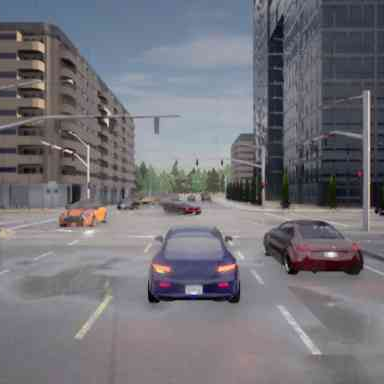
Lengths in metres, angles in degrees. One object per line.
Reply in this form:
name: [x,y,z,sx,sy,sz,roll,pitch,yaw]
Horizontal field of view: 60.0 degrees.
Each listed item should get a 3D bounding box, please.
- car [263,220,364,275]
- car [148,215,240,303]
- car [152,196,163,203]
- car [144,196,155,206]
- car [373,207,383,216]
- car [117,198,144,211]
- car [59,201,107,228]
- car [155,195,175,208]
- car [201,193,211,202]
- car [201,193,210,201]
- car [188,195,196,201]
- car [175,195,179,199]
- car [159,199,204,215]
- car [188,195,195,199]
car: [3.556,1.570,10.496,1.994,1.385,4.181,0,0,0]
car: [0.047,1.531,8.074,1.812,1.442,4.674,0,0,0]
car: [-7.237,1.542,69.656,1.837,1.490,4.892,0,0,1]
car: [-7.456,1.512,56.551,1.882,1.535,5.008,0,0,1]
car: [19.459,1.675,30.679,4.718,1.301,1.895,0,0,0]
car: [-7.842,1.520,41.286,2.128,1.511,4.902,0,0,5]
car: [-7.190,1.389,22.352,2.097,1.767,4.553,0,0,-1]
car: [-3.990,1.508,49.803,1.882,1.535,5.008,0,0,0]
car: [3.350,1.402,77.640,2.097,1.767,4.553,0,0,1]
car: [3.459,1.278,87.803,2.150,2.045,5.566,0,0,1]
car: [-0.041,1.578,87.775,2.128,1.511,4.902,0,0,1]
car: [-3.743,1.393,69.112,2.097,1.767,4.553,0,0,1]
car: [-1.008,1.645,32.648,1.895,1.301,4.718,0,0,-33]
car: [-0.151,1.587,77.431,2.033,1.411,5.357,0,0,1]
